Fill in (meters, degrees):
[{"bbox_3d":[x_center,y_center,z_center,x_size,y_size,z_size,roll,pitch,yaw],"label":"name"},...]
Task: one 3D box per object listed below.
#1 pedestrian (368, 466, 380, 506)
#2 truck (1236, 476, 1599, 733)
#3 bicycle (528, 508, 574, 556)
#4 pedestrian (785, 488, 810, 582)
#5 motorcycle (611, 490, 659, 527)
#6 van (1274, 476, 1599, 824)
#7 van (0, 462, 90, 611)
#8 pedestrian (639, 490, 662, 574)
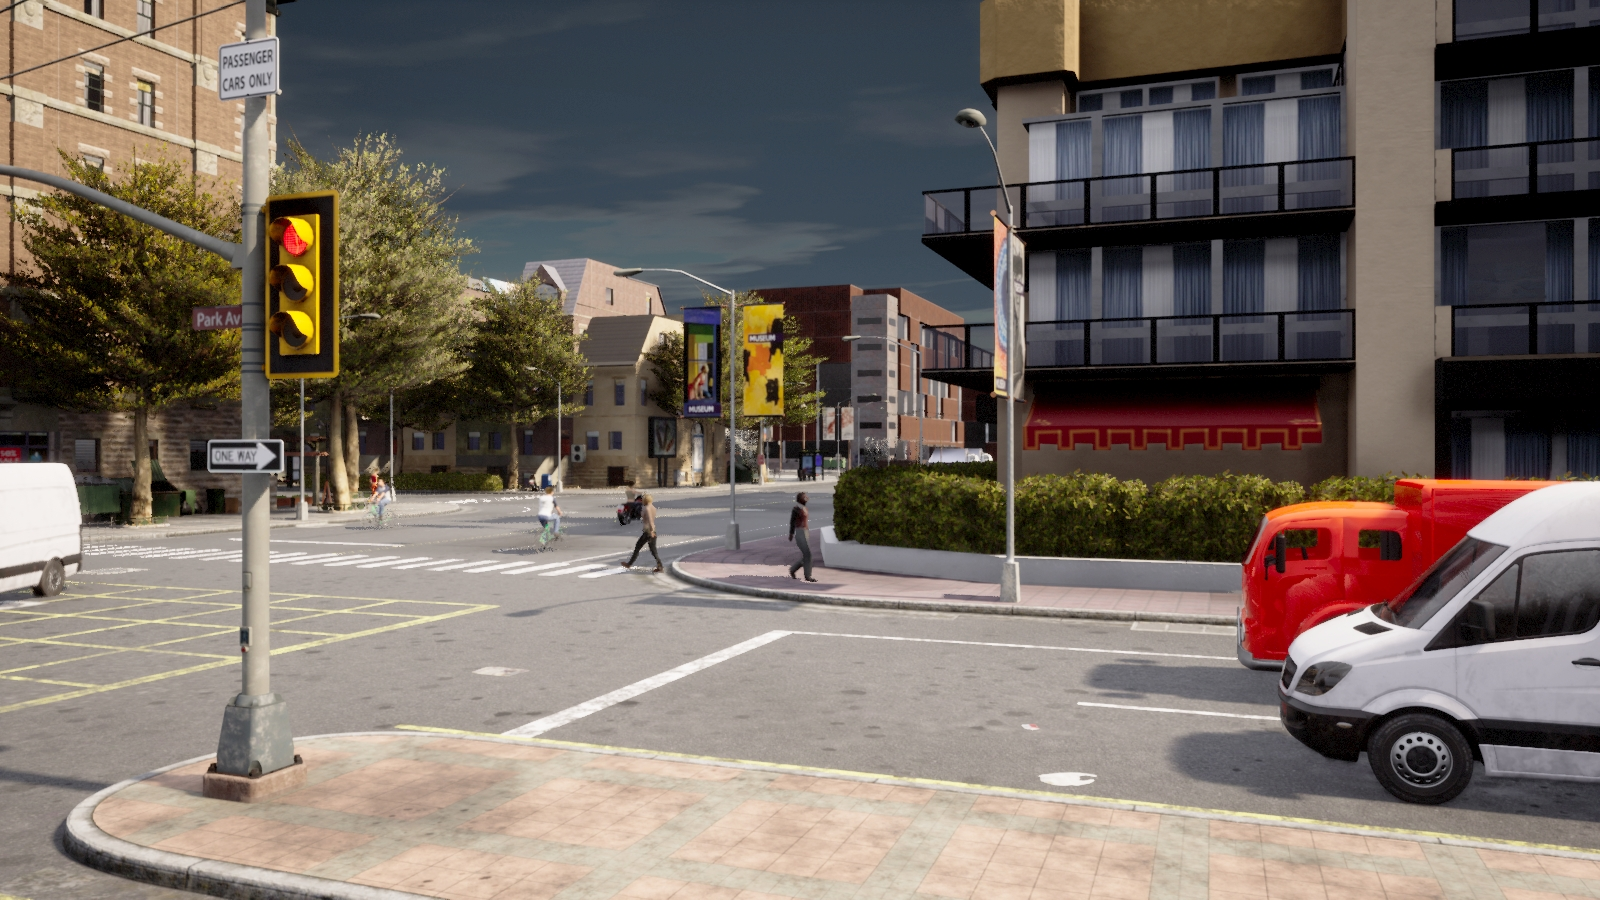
[{"bbox_3d":[-20.046,1.697,53.727,0.375,1.860,0.375,0,0,23],"label":"pedestrian"},{"bbox_3d":[7.678,1.568,12.781,5.204,2.467,2.627,0,0,20],"label":"truck"},{"bbox_3d":[-6.769,2.206,31.135,0.373,1.196,1.643,0,0,20],"label":"bicycle"},{"bbox_3d":[-0.048,1.697,22.928,0.375,1.860,0.375,0,0,28],"label":"pedestrian"},{"bbox_3d":[-6.162,2.170,42.780,0.764,1.277,2.356,0,0,20],"label":"motorcycle"},{"bbox_3d":[7.076,1.534,9.260,5.915,2.561,1.988,0,0,21],"label":"van"},{"bbox_3d":[-14.969,1.535,19.927,1.988,2.561,5.915,0,0,-6],"label":"van"},{"bbox_3d":[-3.365,1.849,25.778,0.375,1.860,0.375,0,0,20],"label":"pedestrian"}]
